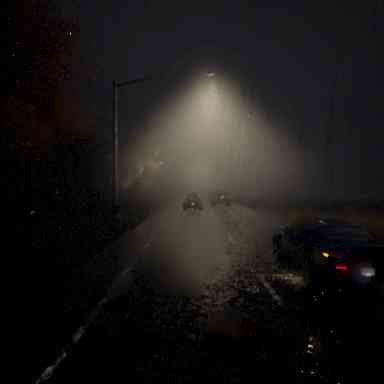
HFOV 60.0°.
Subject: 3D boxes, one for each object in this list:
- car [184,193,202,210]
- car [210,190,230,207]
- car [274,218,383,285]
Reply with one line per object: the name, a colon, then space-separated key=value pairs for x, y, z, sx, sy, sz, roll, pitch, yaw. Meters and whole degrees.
car: x=0.096 y=1.174 z=36.298 sx=1.994 sy=1.385 sz=4.181 roll=0 pitch=1 yaw=0
car: x=3.595 y=0.763 z=42.711 sx=2.150 sy=2.045 sz=5.566 roll=0 pitch=1 yaw=0
car: x=3.588 y=1.431 z=9.073 sx=1.812 sy=1.442 sz=4.674 roll=0 pitch=1 yaw=0
